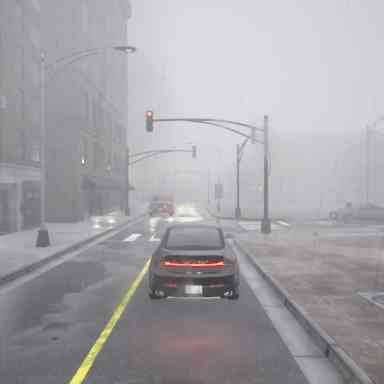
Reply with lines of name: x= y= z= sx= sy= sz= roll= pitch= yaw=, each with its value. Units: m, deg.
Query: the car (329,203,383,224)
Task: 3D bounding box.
car: x=12.067 y=1.515 z=23.772 sx=4.181 sy=1.385 sz=1.994 roll=0 pitch=0 yaw=0

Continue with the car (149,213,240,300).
car: x=0.060 y=1.505 z=8.385 sx=1.837 sy=1.490 sz=4.892 roll=0 pitch=0 yaw=1

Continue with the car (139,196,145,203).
car: x=-8.384 y=1.294 z=70.057 sx=5.566 sy=2.045 sz=2.150 roll=0 pitch=0 yaw=9

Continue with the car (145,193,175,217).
car: x=-2.835 y=1.231 z=32.252 sx=2.150 sy=2.045 sz=5.566 roll=0 pitch=0 yaw=0
